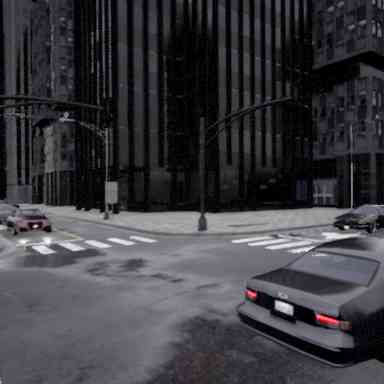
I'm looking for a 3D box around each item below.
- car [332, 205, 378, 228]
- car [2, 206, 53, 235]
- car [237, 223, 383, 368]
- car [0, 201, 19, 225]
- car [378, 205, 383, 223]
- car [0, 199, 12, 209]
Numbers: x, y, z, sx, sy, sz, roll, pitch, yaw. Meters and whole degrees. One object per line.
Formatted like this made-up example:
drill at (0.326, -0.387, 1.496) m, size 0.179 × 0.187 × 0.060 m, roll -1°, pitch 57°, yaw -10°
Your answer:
car at (10.274, 1.452, 19.000) m, size 5.357 × 1.411 × 2.033 m, roll 0°, pitch 0°, yaw -36°
car at (-9.822, 1.733, 19.999) m, size 1.994 × 1.385 × 4.181 m, roll -1°, pitch 0°, yaw -36°
car at (3.226, 1.518, 5.740) m, size 5.357 × 1.411 × 2.033 m, roll 0°, pitch 0°, yaw -36°
car at (-14.908, 1.766, 27.149) m, size 1.837 × 1.490 × 4.892 m, roll -1°, pitch 0°, yaw -35°
car at (10.878, 1.417, 15.438) m, size 4.892 × 1.490 × 1.837 m, roll 0°, pitch 0°, yaw -36°
car at (-32.615, 2.096, 57.529) m, size 1.882 × 1.535 × 5.008 m, roll -1°, pitch 0°, yaw -35°
